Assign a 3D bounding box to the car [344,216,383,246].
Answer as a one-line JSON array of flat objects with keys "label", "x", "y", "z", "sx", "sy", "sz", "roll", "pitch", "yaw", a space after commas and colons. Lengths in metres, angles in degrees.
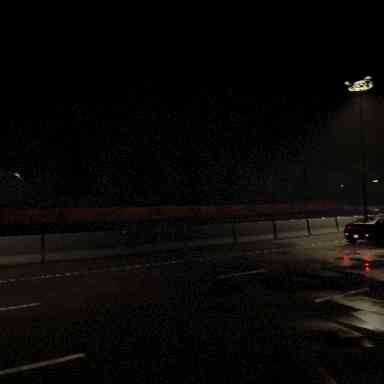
[{"label": "car", "x": 10.558, "y": 2.110, "z": 18.771, "sx": 4.902, "sy": 1.511, "sz": 2.128, "roll": 0, "pitch": -3, "yaw": -35}]
